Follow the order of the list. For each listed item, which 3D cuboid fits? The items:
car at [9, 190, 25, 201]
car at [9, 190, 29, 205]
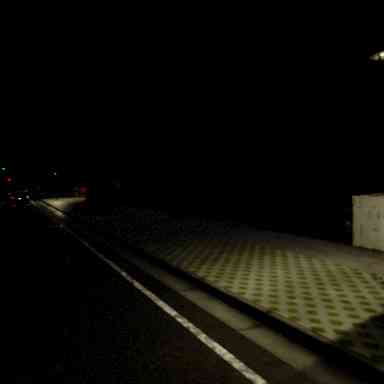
[{"bbox_3d":[-26.703,0.458,50.655,2.033,1.411,5.357,-4,3,-28],"label":"car"},{"bbox_3d":[-20.203,0.709,38.884,1.994,1.385,4.181,-4,3,-29],"label":"car"}]
